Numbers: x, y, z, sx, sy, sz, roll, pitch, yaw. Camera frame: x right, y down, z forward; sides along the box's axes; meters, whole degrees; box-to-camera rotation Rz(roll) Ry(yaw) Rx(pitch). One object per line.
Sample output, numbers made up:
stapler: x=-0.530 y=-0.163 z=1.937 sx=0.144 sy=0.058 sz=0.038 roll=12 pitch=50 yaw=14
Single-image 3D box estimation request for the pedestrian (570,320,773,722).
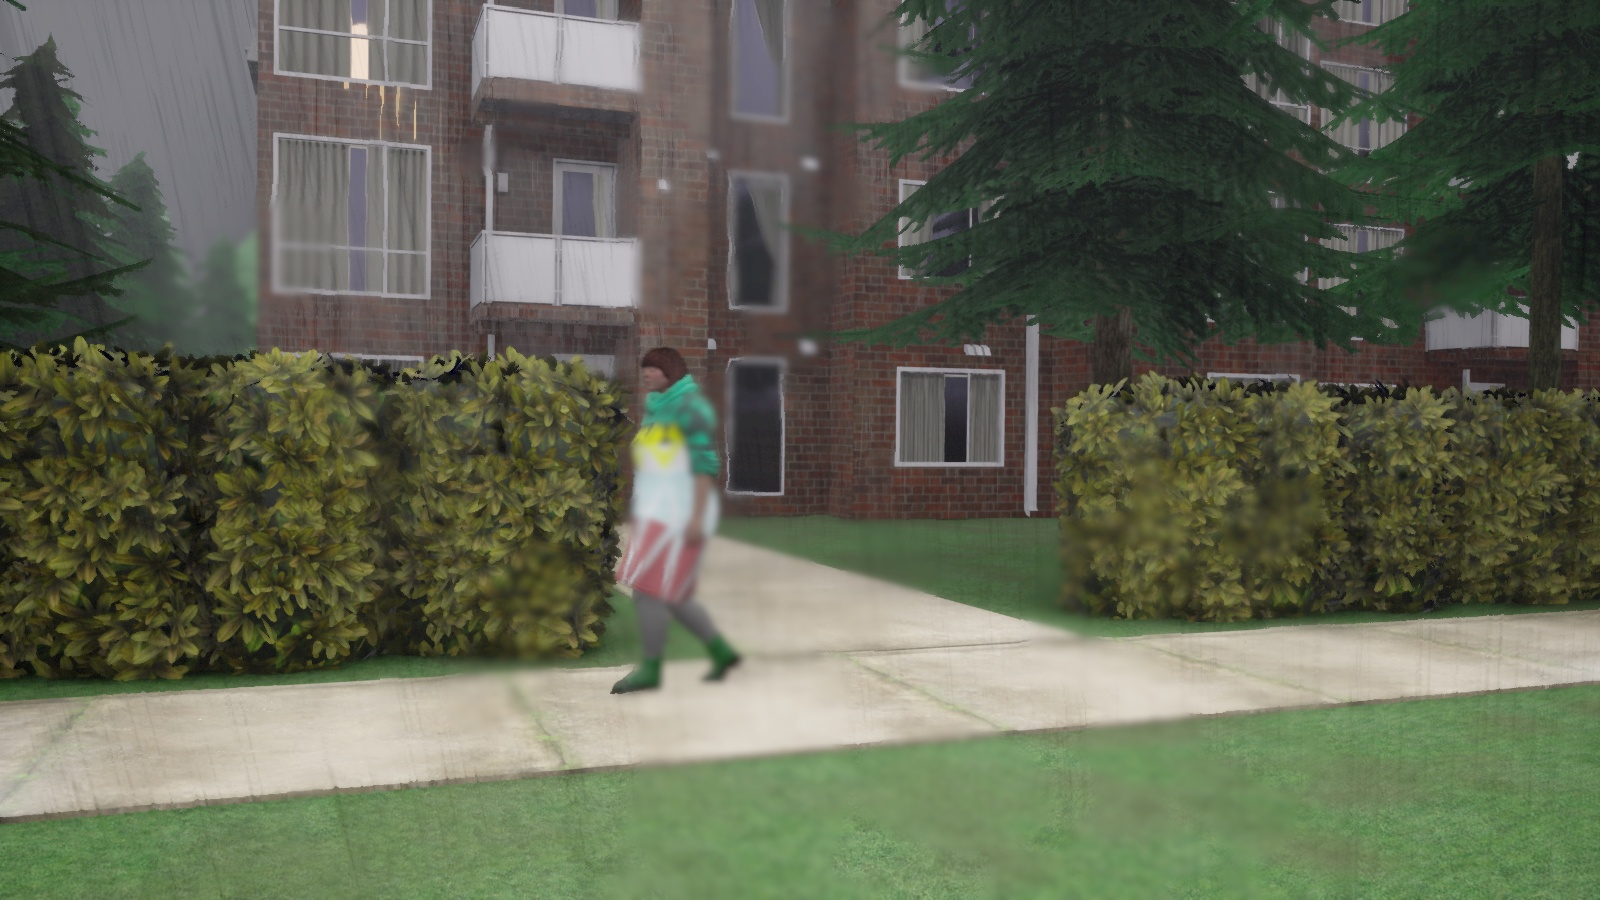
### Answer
pedestrian: x=-0.683 y=0.337 z=6.580 sx=0.873 sy=1.952 sz=0.659 roll=-1 pitch=1 yaw=-24
